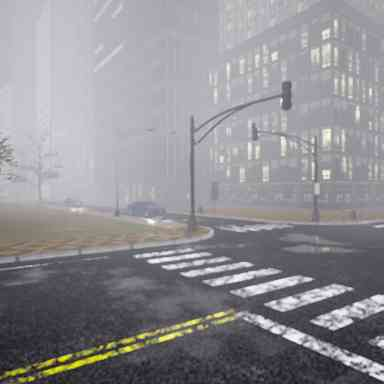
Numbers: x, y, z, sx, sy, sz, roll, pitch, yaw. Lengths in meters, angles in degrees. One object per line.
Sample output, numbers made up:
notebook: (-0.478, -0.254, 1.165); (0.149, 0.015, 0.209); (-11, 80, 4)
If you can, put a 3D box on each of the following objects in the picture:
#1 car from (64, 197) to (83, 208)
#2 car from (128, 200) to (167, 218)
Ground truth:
car: (-17.503, 1.474, 49.052); (2.128, 1.511, 4.902); (0, 0, -35)
car: (-4.039, 1.458, 29.808); (1.882, 1.535, 5.008); (0, 0, -35)
